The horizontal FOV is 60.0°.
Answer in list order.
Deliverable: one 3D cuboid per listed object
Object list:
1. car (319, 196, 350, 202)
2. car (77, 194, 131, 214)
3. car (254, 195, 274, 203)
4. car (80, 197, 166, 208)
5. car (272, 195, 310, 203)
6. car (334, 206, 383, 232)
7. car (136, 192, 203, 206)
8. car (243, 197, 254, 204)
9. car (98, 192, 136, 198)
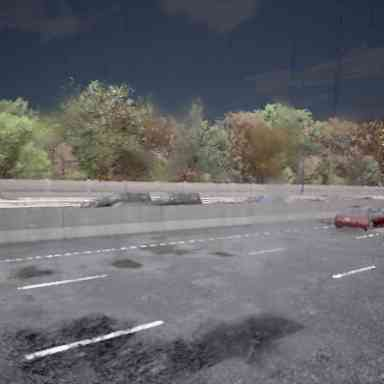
[{"bbox_3d":[15.546,1.227,36.489,4.553,1.767,2.097,0,0,-35],"label":"car"},{"bbox_3d":[-8.498,1.138,32.291,4.553,1.767,2.097,0,0,-35],"label":"car"},{"bbox_3d":[10.428,1.177,41.446,4.553,1.767,2.097,0,0,-35],"label":"car"},{"bbox_3d":[-4.564,1.336,22.215,5.008,1.535,1.882,0,0,-35],"label":"car"},{"bbox_3d":[11.713,1.375,38.074,4.674,1.442,1.812,0,0,-35],"label":"car"},{"bbox_3d":[10.366,1.504,19.866,4.181,1.385,1.994,0,0,-36],"label":"car"},{"bbox_3d":[-1.595,1.062,28.609,5.566,2.045,2.150,0,0,-35],"label":"car"},{"bbox_3d":[8.995,1.295,44.708,4.902,1.511,2.128,0,0,-35],"label":"car"},{"bbox_3d":[-6.117,1.036,29.692,5.566,2.045,2.150,0,0,-35],"label":"car"}]
